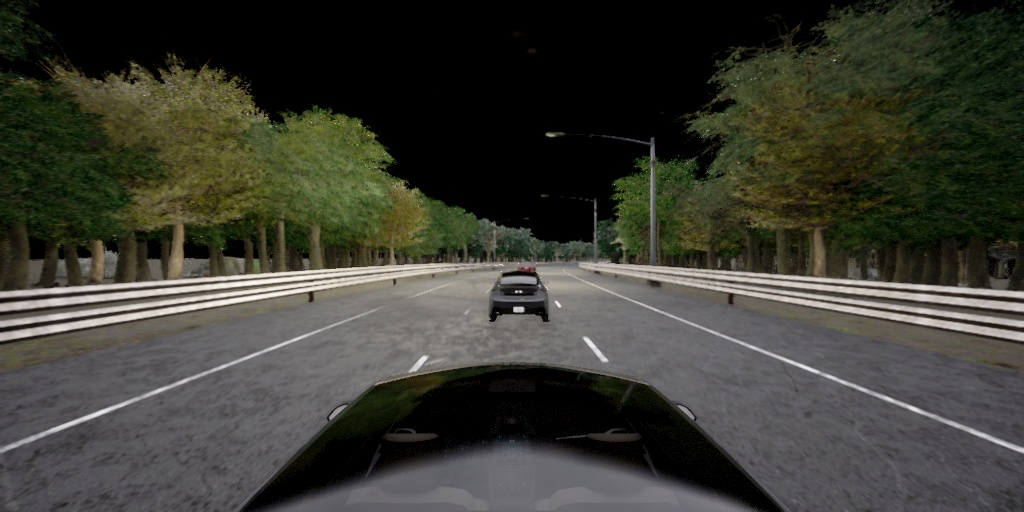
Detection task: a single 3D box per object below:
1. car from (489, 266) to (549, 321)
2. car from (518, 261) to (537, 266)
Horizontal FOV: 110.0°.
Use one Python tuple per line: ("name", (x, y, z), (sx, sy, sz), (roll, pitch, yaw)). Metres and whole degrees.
("car", (0.245, 1.276, 12.573), (1.837, 1.490, 4.892), (0, 0, 1))
("car", (1.807, 1.387, 42.380), (2.097, 1.767, 4.553), (0, -1, 5))
